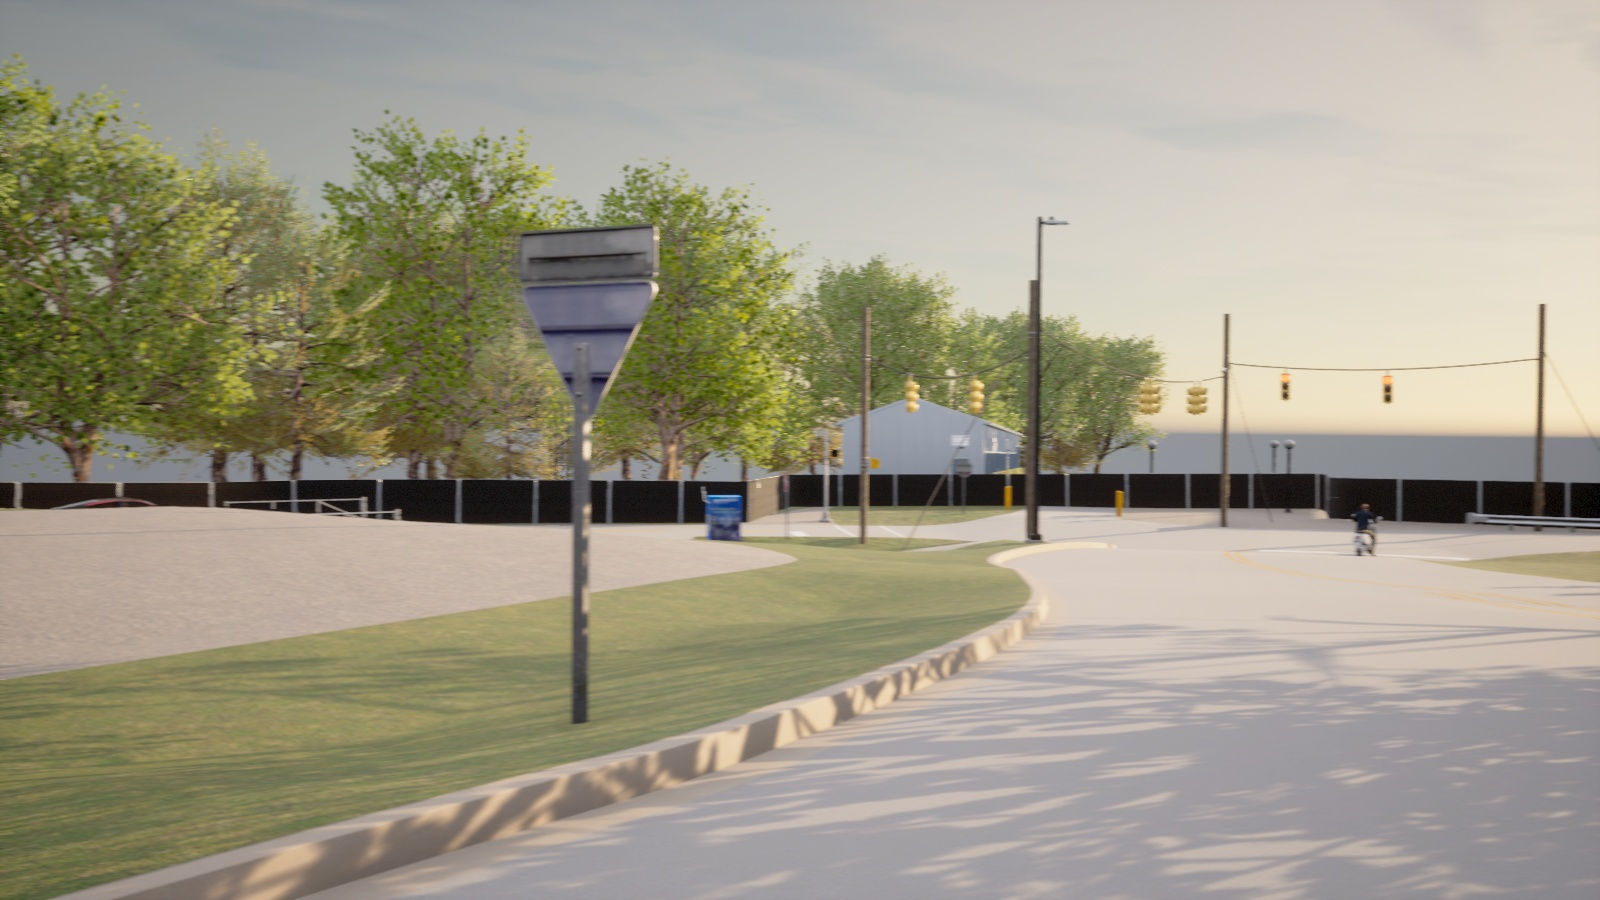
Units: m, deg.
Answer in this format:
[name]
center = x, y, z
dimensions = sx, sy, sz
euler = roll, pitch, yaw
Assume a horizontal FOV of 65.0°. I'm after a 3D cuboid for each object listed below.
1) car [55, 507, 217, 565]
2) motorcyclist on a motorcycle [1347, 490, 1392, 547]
[car]
center = -21.594, 2.753, 40.873
dimensions = 4.514, 1.525, 2.007
euler = -1, 1, -32
[motorcyclist on a motorcycle]
center = 17.333, 2.062, 38.204
dimensions = 0.866, 1.590, 1.817
euler = 0, 1, 37
